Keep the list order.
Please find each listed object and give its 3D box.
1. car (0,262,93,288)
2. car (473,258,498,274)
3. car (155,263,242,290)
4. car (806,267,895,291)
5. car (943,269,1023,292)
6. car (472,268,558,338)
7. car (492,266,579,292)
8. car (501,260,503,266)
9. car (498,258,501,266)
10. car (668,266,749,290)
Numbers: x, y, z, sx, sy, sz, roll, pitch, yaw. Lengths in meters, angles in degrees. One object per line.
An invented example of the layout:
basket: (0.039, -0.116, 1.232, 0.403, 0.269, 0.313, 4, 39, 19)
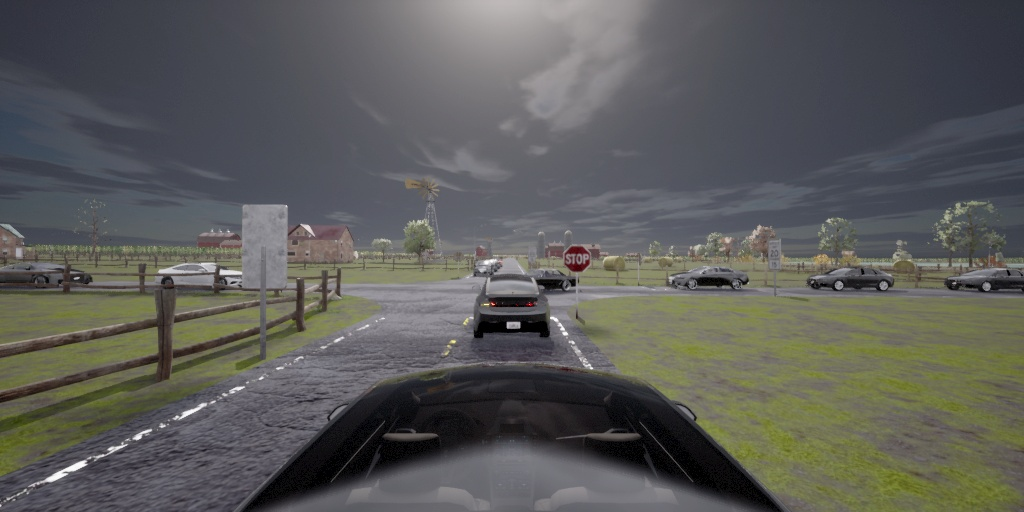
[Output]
car: (-26.362, 1.048, 20.041, 4.181, 1.385, 1.994, 1, -1, -1)
car: (-2.856, 1.243, 36.891, 2.128, 1.511, 4.902, 0, 0, 0)
car: (-17.242, 1.103, 20.162, 4.674, 1.442, 1.812, 1, -1, -1)
car: (22.201, 1.499, 23.648, 4.892, 1.490, 1.837, 1, -1, -1)
car: (31.704, 1.587, 23.768, 4.892, 1.490, 1.837, 1, -1, -1)
car: (-0.073, 1.256, 10.204, 1.837, 1.490, 4.892, 0, 0, -3)
car: (1.501, 1.369, 20.250, 4.718, 1.301, 1.895, 1, 0, -35)
car: (-2.817, 1.240, 55.879, 2.128, 1.511, 4.902, 0, 0, 0)
car: (-2.849, 1.241, 46.337, 2.128, 1.511, 4.902, 0, 0, 0)
car: (12.800, 1.397, 23.478, 4.902, 1.511, 2.128, 1, -1, -2)
